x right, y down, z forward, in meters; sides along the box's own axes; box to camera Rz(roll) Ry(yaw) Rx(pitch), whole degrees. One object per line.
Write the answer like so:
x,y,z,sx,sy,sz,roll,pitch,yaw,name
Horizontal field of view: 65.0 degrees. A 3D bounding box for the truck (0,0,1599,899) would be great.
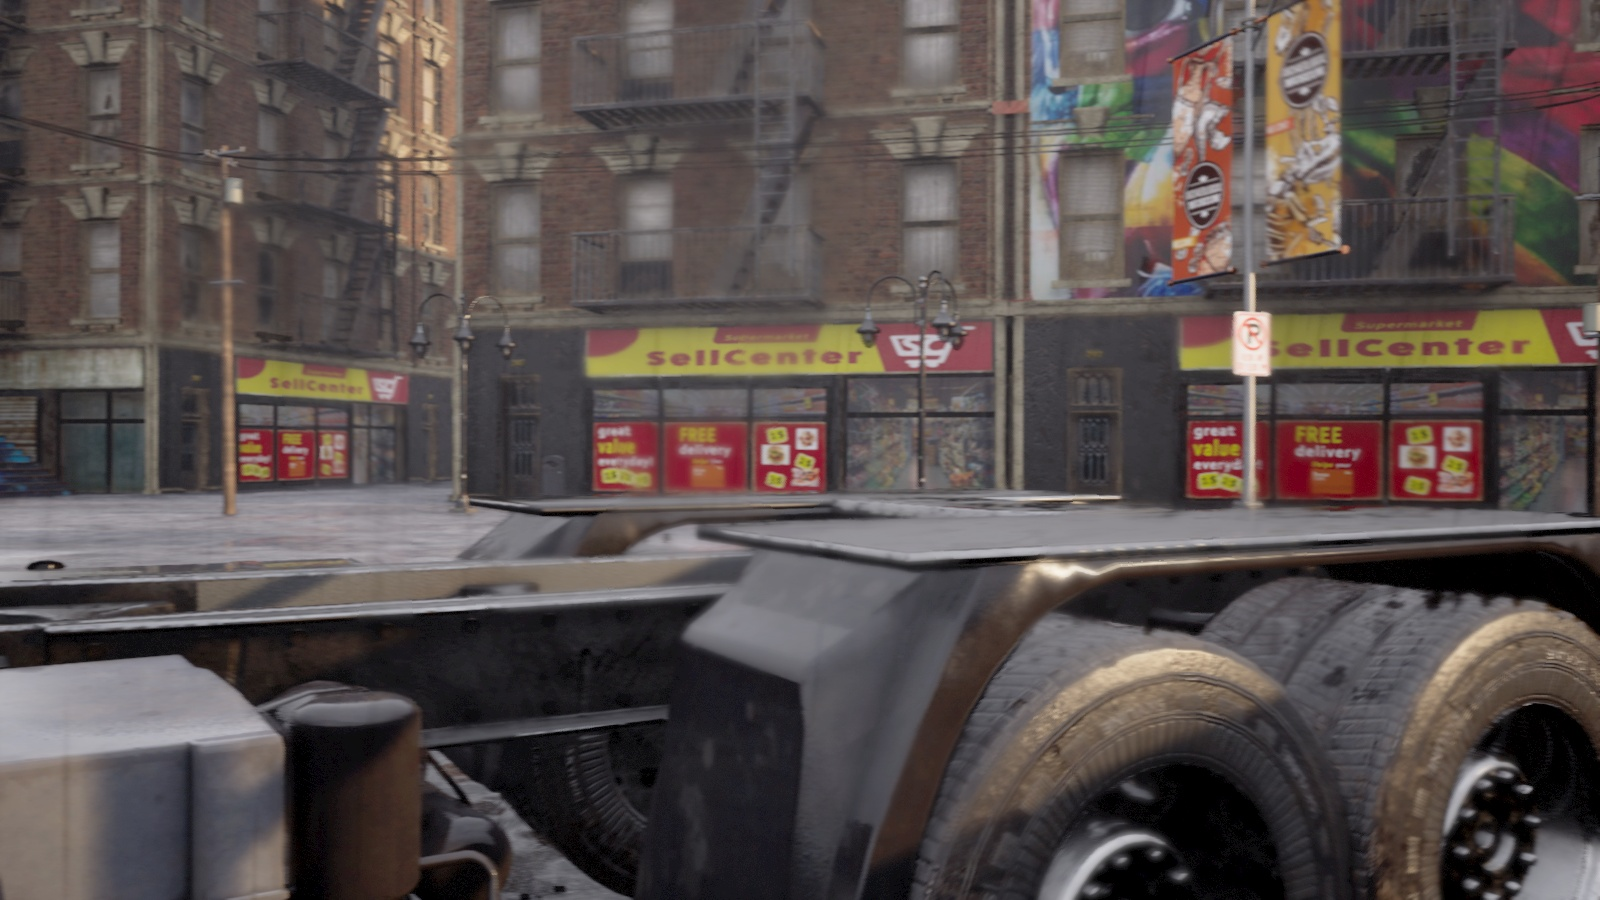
-1.368,-0.240,2.730,7.936,3.462,2.891,0,0,-30,truck
